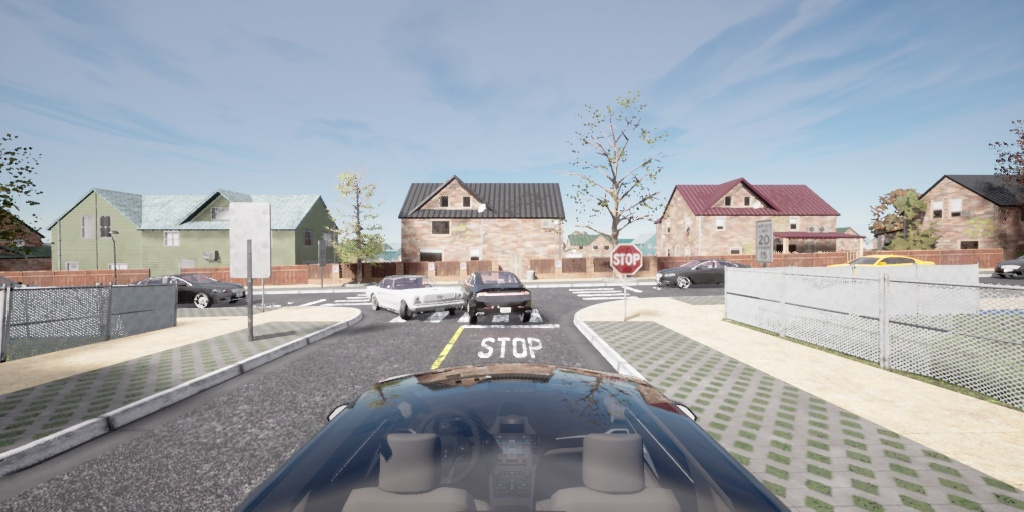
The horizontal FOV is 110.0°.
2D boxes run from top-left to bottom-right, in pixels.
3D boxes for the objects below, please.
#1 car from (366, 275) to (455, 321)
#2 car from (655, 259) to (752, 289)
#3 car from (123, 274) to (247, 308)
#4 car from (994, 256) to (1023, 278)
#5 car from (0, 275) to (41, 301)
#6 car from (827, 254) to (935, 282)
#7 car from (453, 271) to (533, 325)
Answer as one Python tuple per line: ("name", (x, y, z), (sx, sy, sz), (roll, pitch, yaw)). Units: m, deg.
("car", (-3.597, 1.368, 12.852), (1.895, 1.301, 4.718), (0, 0, -38))
("car", (10.339, 0.925, 19.394), (4.902, 1.511, 2.128), (-1, 1, 0))
("car", (-14.895, 1.566, 16.353), (4.902, 1.511, 2.128), (-1, 1, 0))
("car", (29.394, 0.478, 19.458), (4.902, 1.511, 2.128), (-1, 1, 0))
("car", (-24.232, 1.648, 16.317), (4.553, 1.767, 2.097), (-1, 1, 0))
("car", (19.770, 0.690, 19.426), (5.008, 1.535, 1.882), (-1, 1, -1))
("car", (-0.680, 1.242, 11.991), (2.128, 1.511, 4.902), (0, 0, -12))
